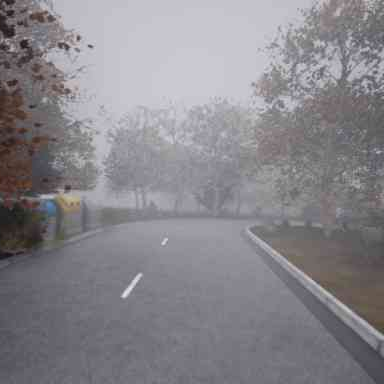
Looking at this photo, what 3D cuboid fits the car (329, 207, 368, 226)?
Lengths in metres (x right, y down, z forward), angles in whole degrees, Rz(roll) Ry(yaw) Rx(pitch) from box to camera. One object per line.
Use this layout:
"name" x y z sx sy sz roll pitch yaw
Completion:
"car" 16.840 2.594 34.139 5.566 2.045 2.150 4 -1 0
